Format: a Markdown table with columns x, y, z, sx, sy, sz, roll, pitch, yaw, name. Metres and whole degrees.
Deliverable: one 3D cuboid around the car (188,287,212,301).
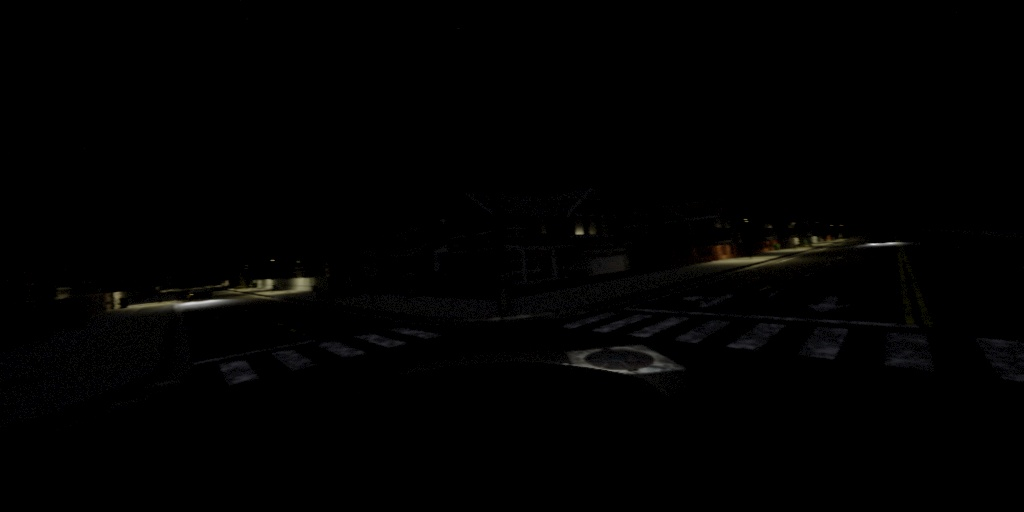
| x | y | z | sx | sy | sz | roll | pitch | yaw | name |
| --- | --- | --- | --- | --- | --- | --- | --- | --- | --- |
| -34.047 | 4.127 | 39.118 | 1.895 | 1.301 | 4.718 | -4 | 0 | -43 | car |
